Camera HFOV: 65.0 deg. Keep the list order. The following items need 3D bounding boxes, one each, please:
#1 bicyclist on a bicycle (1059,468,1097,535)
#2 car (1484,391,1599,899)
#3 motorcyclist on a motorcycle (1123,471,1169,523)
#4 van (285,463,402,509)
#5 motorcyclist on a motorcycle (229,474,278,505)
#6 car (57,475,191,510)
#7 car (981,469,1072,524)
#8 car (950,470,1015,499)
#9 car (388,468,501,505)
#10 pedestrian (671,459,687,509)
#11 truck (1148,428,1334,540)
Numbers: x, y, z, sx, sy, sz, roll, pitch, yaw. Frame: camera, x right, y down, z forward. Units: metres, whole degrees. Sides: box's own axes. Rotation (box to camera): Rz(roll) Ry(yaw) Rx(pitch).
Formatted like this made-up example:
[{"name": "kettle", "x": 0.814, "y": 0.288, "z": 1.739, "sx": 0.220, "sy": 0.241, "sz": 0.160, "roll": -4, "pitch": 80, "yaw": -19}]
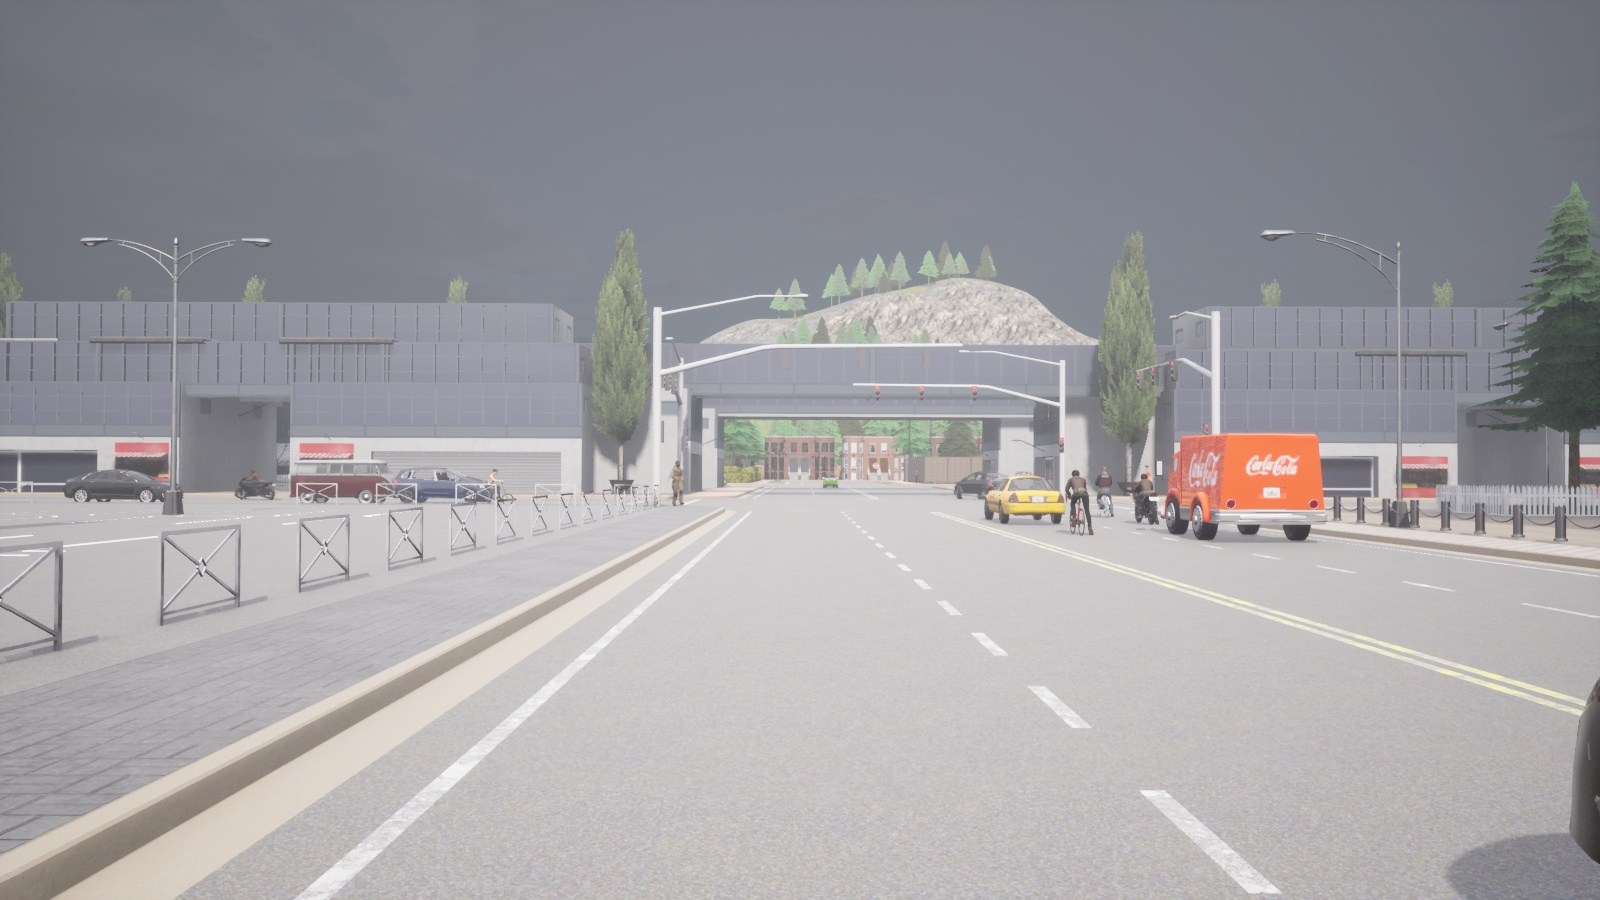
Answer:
[{"name": "bicyclist on a bicycle", "x": 6.926, "y": 1.265, "z": 31.345, "sx": 0.582, "sy": 1.620, "sz": 1.656, "roll": 0, "pitch": -1, "yaw": 0}, {"name": "car", "x": 3.494, "y": 0.611, "z": 1.896, "sx": 2.152, "sy": 1.651, "sz": 5.027, "roll": 0, "pitch": -1, "yaw": 0}, {"name": "motorcyclist on a motorcycle", "x": 10.410, "y": 1.389, "z": 37.836, "sx": 0.797, "sy": 1.523, "sz": 2.044, "roll": 0, "pitch": -1, "yaw": 0}, {"name": "van", "x": -19.907, "y": 1.566, "z": 54.868, "sx": 4.442, "sy": 1.987, "sz": 1.775, "roll": 0, "pitch": -1, "yaw": 1}, {"name": "motorcyclist on a motorcycle", "x": -26.988, "y": 1.944, "z": 62.051, "sx": 2.044, "sy": 1.523, "sz": 0.797, "roll": 0, "pitch": -1, "yaw": 2}, {"name": "car", "x": -29.634, "y": 1.861, "z": 55.121, "sx": 4.892, "sy": 1.490, "sz": 1.837, "roll": 0, "pitch": -1, "yaw": 2}, {"name": "car", "x": 6.909, "y": 1.376, "z": 38.809, "sx": 1.801, "sy": 1.575, "sz": 5.366, "roll": 0, "pitch": -1, "yaw": 0}, {"name": "car", "x": 10.151, "y": 1.926, "z": 70.069, "sx": 1.789, "sy": 1.549, "sz": 3.705, "roll": 0, "pitch": -1, "yaw": -26}, {"name": "car", "x": -16.446, "y": 1.701, "z": 58.287, "sx": 4.611, "sy": 1.667, "sz": 2.242, "roll": 0, "pitch": -1, "yaw": 1}, {"name": "pedestrian", "x": -4.739, "y": 1.317, "z": 49.260, "sx": 0.396, "sy": 1.930, "sz": 0.692, "roll": 0, "pitch": -1, "yaw": -28}, {"name": "truck", "x": 10.424, "y": 0.793, "z": 30.231, "sx": 2.627, "sy": 2.467, "sz": 5.204, "roll": 0, "pitch": -1, "yaw": 0}]
